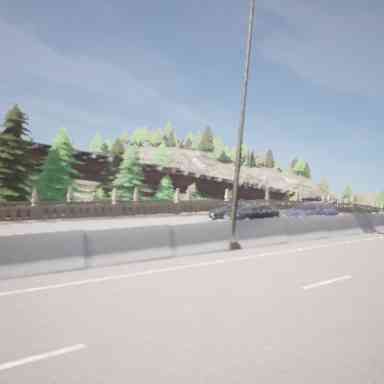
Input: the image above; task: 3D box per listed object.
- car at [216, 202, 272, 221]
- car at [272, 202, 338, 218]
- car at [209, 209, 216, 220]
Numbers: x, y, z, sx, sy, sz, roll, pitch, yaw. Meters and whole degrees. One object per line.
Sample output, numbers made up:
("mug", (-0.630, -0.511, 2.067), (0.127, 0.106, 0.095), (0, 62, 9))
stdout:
("car", (4.404, 1.622, 24.327), (4.892, 1.490, 1.837), (0, 0, -35))
("car", (7.918, 1.482, 22.532), (4.553, 1.767, 2.097), (1, 0, -35))
("car", (3.622, 1.632, 28.066), (4.892, 1.490, 1.837), (0, 0, -35))
